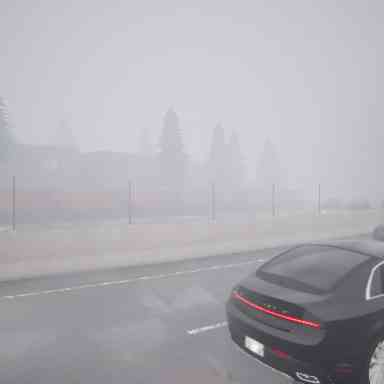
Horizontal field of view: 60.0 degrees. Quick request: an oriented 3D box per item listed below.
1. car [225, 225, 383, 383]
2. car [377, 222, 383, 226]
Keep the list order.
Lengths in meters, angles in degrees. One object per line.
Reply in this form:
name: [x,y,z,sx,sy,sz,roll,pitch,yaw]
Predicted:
car: [2.770,1.506,5.092,4.892,1.490,1.837,0,0,-32]
car: [9.294,1.564,13.864,4.181,1.385,1.994,0,0,-37]
